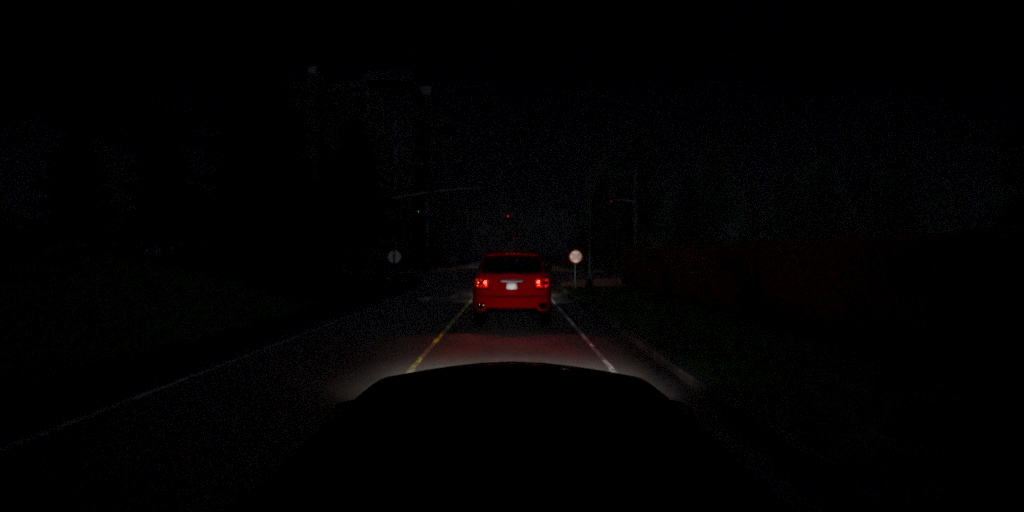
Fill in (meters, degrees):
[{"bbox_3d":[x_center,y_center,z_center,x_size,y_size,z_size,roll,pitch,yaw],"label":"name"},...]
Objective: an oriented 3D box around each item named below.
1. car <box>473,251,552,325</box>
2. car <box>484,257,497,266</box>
[{"bbox_3d":[0.039,0.906,11.745,2.150,2.045,5.566,0,-1,1],"label":"car"},{"bbox_3d":[-3.565,0.902,60.195,1.882,1.535,5.008,0,0,0],"label":"car"}]
